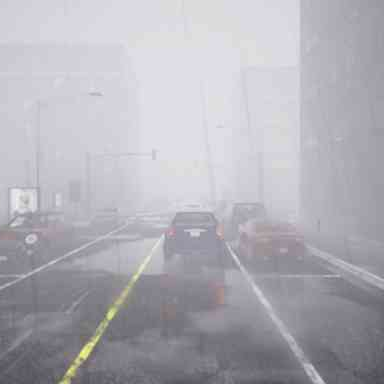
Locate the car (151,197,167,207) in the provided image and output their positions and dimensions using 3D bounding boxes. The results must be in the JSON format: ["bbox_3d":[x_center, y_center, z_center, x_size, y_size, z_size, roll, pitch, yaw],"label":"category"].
[{"bbox_3d":[-5.693,1.724,55.443,1.947,1.339,4.313,0,0,0],"label":"car"}]

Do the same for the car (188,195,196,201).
[{"bbox_3d":[0.008,1.668,94.892,2.033,1.411,5.357,0,0,0],"label":"car"}]

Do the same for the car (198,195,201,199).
[{"bbox_3d":[2.690,1.759,72.000,1.887,1.381,4.507,0,0,0],"label":"car"}]

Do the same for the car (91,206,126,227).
[{"bbox_3d":[-5.695,1.644,23.037,1.802,1.307,4.206,0,0,0],"label":"car"}]

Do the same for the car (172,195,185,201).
[{"bbox_3d":[-2.994,1.814,73.199,1.895,1.301,4.718,0,0,0],"label":"car"}]

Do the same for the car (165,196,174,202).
[{"bbox_3d":[-5.690,1.797,83.060,1.887,1.381,4.507,0,0,0],"label":"car"}]

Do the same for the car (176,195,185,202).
[{"bbox_3d":[-2.993,1.614,88.898,2.097,1.767,4.553,0,0,0],"label":"car"}]

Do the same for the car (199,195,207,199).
[{"bbox_3d":[2.689,1.743,60.953,1.947,1.339,4.313,0,0,0],"label":"car"}]

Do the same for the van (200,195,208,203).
[{"bbox_3d":[2.688,1.575,77.524,1.690,1.788,3.998,0,0,0],"label":"van"}]

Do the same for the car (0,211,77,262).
[{"bbox_3d":[-5.697,1.472,11.982,1.967,1.590,4.097,0,0,0],"label":"car"}]

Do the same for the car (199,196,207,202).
[{"bbox_3d":[2.691,1.819,83.047,1.947,1.339,4.313,0,0,0],"label":"car"}]

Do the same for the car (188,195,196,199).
[{"bbox_3d":[0.006,1.776,84.886,1.812,1.442,4.674,0,0,0],"label":"car"}]

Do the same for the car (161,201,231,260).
[{"bbox_3d":[0.101,1.385,12.802,2.097,1.767,4.553,0,0,0],"label":"car"}]

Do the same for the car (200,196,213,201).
[{"bbox_3d":[2.689,1.741,55.430,1.802,1.307,4.206,0,0,0],"label":"car"}]

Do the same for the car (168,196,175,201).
[{"bbox_3d":[-5.689,1.874,94.107,1.802,1.307,4.206,0,0,0],"label":"car"}]

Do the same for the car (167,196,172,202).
[{"bbox_3d":[-5.692,1.761,66.490,1.947,1.339,4.313,0,0,0],"label":"car"}]

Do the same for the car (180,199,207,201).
[{"bbox_3d":[0.101,1.601,27.822,1.812,1.442,4.674,0,0,0],"label":"car"}]

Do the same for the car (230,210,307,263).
[{"bbox_3d":[2.685,1.577,11.980,1.887,1.381,4.507,0,0,0],"label":"car"}]

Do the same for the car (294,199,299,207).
[{"bbox_3d":[15.763,1.151,42.569,5.009,1.841,2.192,-1,1,0],"label":"car"}]

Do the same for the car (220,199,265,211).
[{"bbox_3d":[2.683,1.362,17.509,2.192,1.841,5.009,0,0,0],"label":"car"}]

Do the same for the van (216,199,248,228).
[{"bbox_3d":[2.684,1.404,23.036,1.690,1.788,3.998,0,0,0],"label":"van"}]
